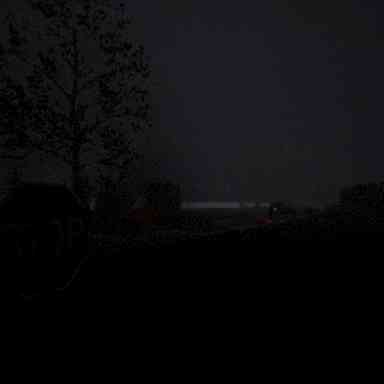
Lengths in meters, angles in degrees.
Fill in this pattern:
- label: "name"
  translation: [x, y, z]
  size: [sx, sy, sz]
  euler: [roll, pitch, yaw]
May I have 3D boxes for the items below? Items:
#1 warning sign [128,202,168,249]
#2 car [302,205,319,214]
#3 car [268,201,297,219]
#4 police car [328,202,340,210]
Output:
- label: "warning sign"
  translation: [-1.877, 1.370, 14.209]
  size: [1.300, 1.860, 1.060]
  euler: [-1, -1, 32]
- label: "car"
  translation: [18.470, 2.680, 51.806]
  size: [1.994, 1.385, 4.181]
  euler: [-2, -2, 32]
- label: "car"
  translation: [10.677, 2.052, 39.207]
  size: [2.150, 2.045, 5.566]
  euler: [-2, -2, 32]
- label: "police car"
  translation: [28.450, 2.849, 66.137]
  size: [1.930, 1.638, 5.238]
  euler: [-2, -2, 32]
